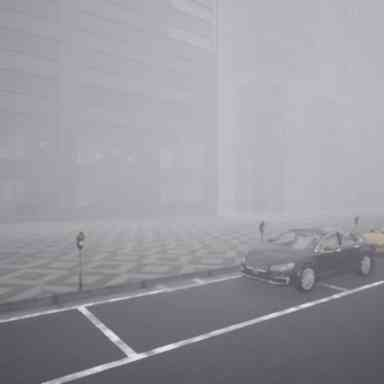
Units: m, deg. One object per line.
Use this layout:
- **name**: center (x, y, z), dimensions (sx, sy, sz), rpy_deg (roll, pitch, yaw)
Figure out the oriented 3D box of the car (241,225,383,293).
- **car**: center (3.247, 1.625, 8.968), dimensions (4.403, 1.369, 2.008), rpy_deg (1, -1, -35)
